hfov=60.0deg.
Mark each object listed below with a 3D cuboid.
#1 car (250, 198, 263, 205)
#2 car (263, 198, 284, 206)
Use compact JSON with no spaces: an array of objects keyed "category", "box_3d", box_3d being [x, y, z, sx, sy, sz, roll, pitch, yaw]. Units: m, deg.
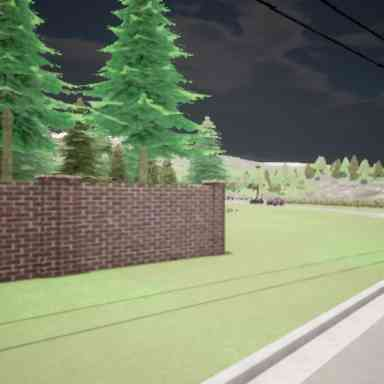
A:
[{"category":"car","box_3d":[14.967,2.089,76.937,1.882,1.535,5.008,0,0,-10]},{"category":"car","box_3d":[16.778,1.920,67.153,2.097,1.767,4.553,0,0,-10]}]
